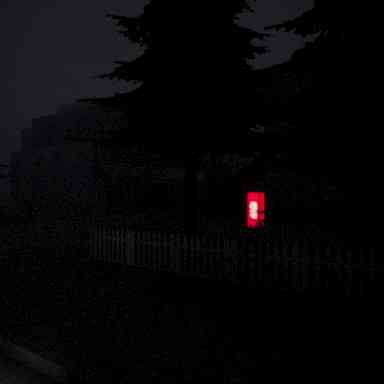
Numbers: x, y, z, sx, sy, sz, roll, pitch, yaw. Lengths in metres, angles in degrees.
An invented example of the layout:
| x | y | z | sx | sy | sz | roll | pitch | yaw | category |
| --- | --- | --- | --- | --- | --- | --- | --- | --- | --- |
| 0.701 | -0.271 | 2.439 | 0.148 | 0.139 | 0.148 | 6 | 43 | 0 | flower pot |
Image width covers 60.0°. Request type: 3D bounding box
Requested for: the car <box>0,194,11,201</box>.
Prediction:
| x | y | z | sx | sy | sz | roll | pitch | yaw | category |
| --- | --- | --- | --- | --- | --- | --- | --- | --- | --- |
| -41.628 | 1.292 | 74.856 | 4.514 | 1.523 | 2.007 | 0 | 0 | 34 | car |

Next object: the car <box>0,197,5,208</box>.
| x | y | z | sx | sy | sz | roll | pitch | yaw | category |
| --- | --- | --- | --- | --- | --- | --- | --- | --- | --- |
| -24.093 | 1.582 | 37.151 | 1.895 | 1.301 | 4.718 | 0 | 0 | 36 | car |
